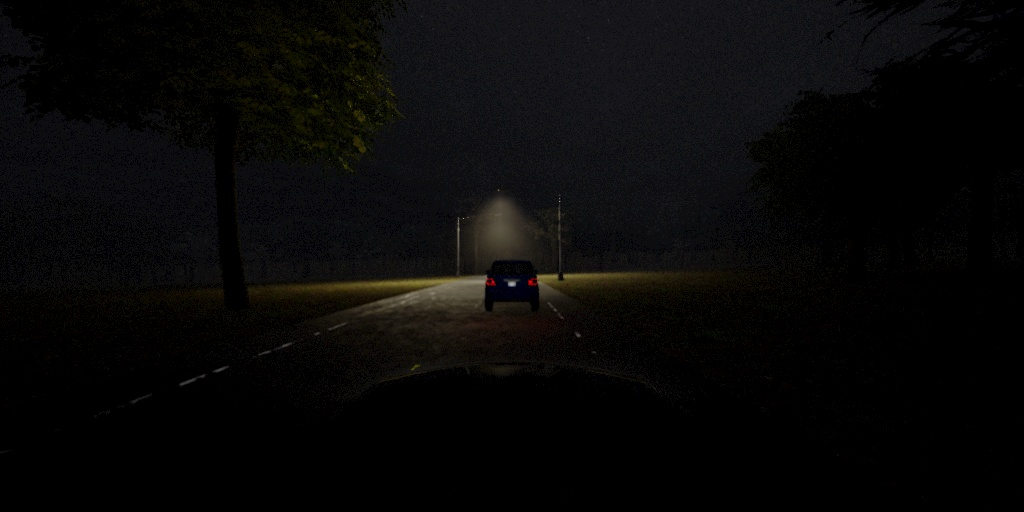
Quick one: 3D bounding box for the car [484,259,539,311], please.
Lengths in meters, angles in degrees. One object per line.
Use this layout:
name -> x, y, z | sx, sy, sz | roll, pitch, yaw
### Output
car -> -0.003, 1.187, 15.903 | 2.150, 2.045, 5.566 | 0, -1, 0
